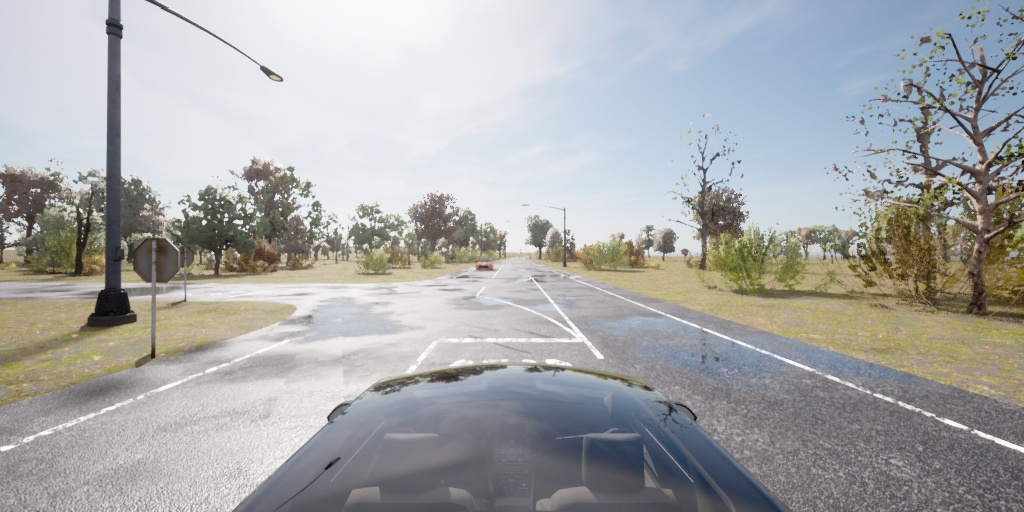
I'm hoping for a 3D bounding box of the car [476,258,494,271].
[{"bbox_3d":[-3.514,1.062,46.530,2.097,1.767,4.553,0,0,0],"label":"car"}]
